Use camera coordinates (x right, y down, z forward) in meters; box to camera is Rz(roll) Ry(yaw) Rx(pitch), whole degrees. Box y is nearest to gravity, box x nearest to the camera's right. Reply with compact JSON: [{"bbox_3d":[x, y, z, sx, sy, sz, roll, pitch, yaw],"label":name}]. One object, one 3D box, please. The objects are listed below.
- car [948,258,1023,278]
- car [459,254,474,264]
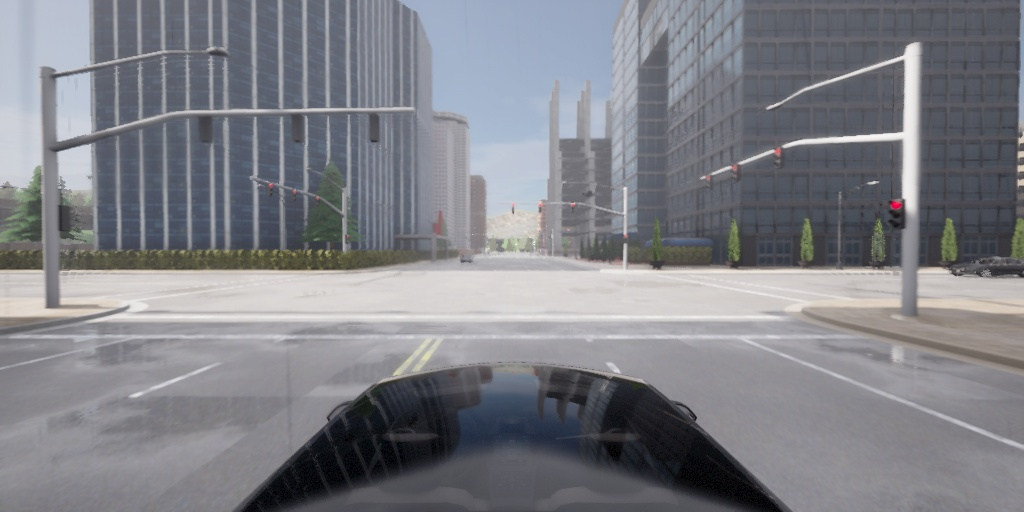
[{"bbox_3d":[35.919,0.868,26.905,4.892,1.490,1.837,0,1,1],"label":"car"},{"bbox_3d":[-7.008,0.489,55.907,1.837,1.490,4.892,0,2,0],"label":"car"}]
